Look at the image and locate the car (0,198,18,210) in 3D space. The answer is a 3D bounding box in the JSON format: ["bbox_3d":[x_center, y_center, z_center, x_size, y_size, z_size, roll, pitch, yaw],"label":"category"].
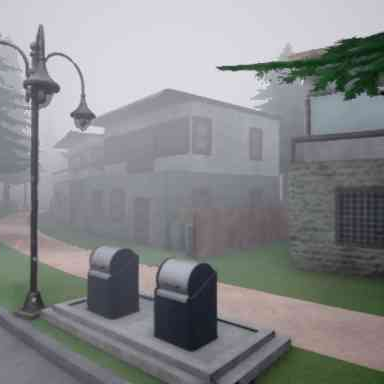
[{"bbox_3d":[-23.351,1.513,41.321,1.837,1.490,4.892,0,0,-7],"label":"car"}]
